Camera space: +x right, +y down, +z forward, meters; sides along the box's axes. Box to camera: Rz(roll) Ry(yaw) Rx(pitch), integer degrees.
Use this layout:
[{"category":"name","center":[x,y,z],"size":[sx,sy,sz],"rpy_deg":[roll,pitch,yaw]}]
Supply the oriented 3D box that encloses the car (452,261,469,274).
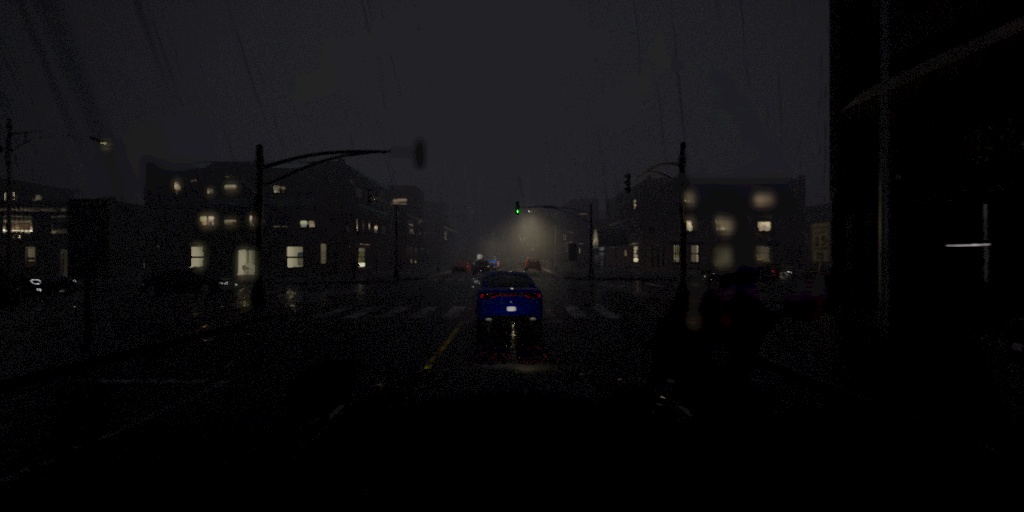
[{"category":"car","center":[-5.778,1.259,41.187],"size":[1.888,1.381,4.507],"rpy_deg":[0,0,0]}]

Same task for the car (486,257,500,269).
[{"category":"car","center":[-3.000,1.063,57.893],"size":[2.097,1.767,4.553],"rpy_deg":[0,0,0]}]

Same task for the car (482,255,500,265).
[{"category":"car","center":[-3.087,0.934,47.737],"size":[2.150,2.045,5.566],"rpy_deg":[0,0,1]}]

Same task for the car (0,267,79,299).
[{"category":"car","center":[-26.960,1.378,19.701],"size":[4.553,1.767,2.097],"rpy_deg":[-1,0,0]}]

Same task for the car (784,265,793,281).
[{"category":"car","center":[17.496,1.078,25.514],"size":[4.313,1.339,1.948],"rpy_deg":[0,0,0]}]

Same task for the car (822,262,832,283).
[{"category":"car","center":[20.086,1.039,19.717],"size":[4.181,1.385,1.994],"rpy_deg":[-1,0,0]}]

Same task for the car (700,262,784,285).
[{"category":"car","center":[14.364,1.109,22.923],"size":[4.181,1.385,1.994],"rpy_deg":[-1,0,0]}]

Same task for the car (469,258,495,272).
[{"category":"car","center":[-3.090,1.220,37.785],"size":[1.837,1.490,4.892],"rpy_deg":[0,0,0]}]

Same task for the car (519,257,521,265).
[{"category":"car","center":[2.690,1.276,63.285],"size":[1.948,1.339,4.313],"rpy_deg":[0,0,0]}]

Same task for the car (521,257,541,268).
[{"category":"car","center":[2.690,1.027,46.708],"size":[2.192,1.841,5.009],"rpy_deg":[0,0,0]}]

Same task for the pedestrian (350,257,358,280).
[{"category":"pedestrian","center":[-12.512,1.007,28.444],"size":[0.375,1.860,0.375],"rpy_deg":[0,1,0]}]

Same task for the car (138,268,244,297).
[{"category":"car","center":[-17.509,1.418,19.705],"size":[4.892,1.490,1.837],"rpy_deg":[-1,0,0]}]

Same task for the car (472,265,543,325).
[{"category":"car","center":[-0.225,1.215,11.796],"size":[1.882,1.535,5.008],"rpy_deg":[0,0,-5]}]

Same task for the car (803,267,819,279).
[{"category":"car","center":[23.192,1.029,25.517],"size":[4.207,1.307,1.802],"rpy_deg":[0,0,0]}]

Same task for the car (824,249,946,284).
[{"category":"car","center":[23.657,0.660,22.927],"size":[5.566,2.045,2.150],"rpy_deg":[-1,0,0]}]
